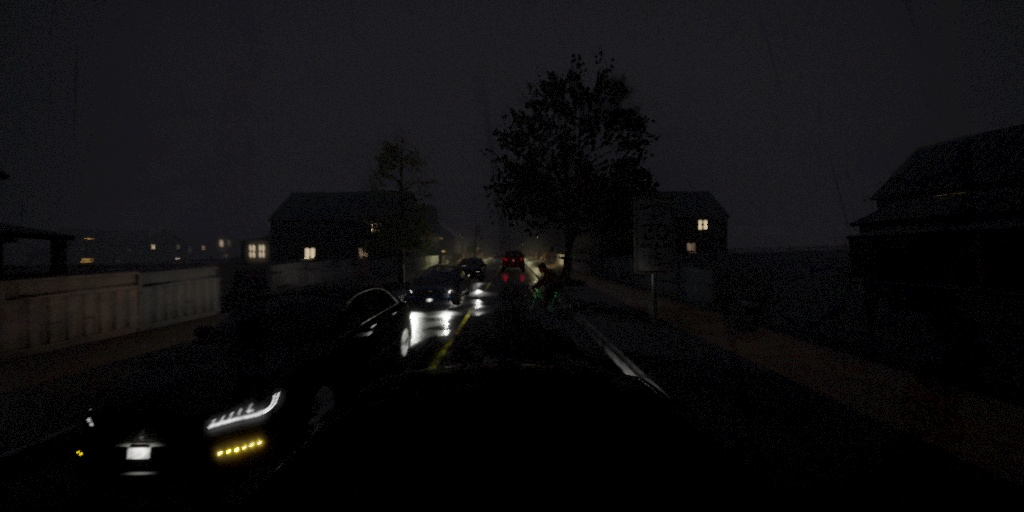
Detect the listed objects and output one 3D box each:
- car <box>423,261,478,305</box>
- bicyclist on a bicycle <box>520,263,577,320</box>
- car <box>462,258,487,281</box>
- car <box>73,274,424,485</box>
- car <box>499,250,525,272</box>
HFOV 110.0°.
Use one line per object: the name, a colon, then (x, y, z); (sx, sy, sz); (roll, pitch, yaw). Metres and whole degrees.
car: (-2.838, 1.099, 15.067); (2.033, 1.411, 5.357); (0, 1, 0)
bicyclist on a bicycle: (1.028, 1.007, 10.215); (1.656, 1.620, 0.582); (-2, 2, -1)
car: (-2.821, 0.892, 25.327); (1.837, 1.490, 4.892); (0, 1, 1)
car: (-2.849, 1.213, 5.162); (1.837, 1.490, 4.892); (0, 1, 0)
car: (0.117, 0.439, 35.180); (2.150, 2.045, 5.566); (0, 1, 0)
